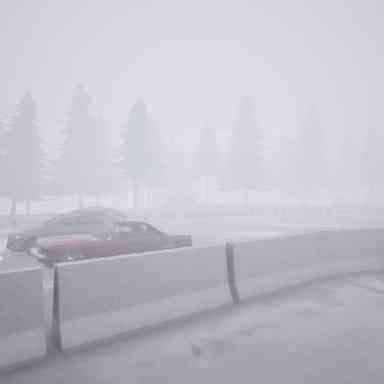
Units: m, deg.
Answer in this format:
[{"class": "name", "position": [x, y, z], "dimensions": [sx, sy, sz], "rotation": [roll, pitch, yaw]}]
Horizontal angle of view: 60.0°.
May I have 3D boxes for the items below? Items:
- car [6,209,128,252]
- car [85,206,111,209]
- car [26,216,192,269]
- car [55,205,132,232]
[{"class": "car", "position": [-4.858, 1.564, 12.999], "dimensions": [4.181, 1.385, 1.994], "rotation": [0, 0, -32]}, {"class": "car", "position": [-5.581, 1.564, 16.661], "dimensions": [4.181, 1.385, 1.994], "rotation": [0, 0, -32]}, {"class": "car", "position": [-2.437, 1.601, 10.492], "dimensions": [4.718, 1.301, 1.895], "rotation": [0, 0, -32]}, {"class": "car", "position": [-6.056, 1.564, 20.443], "dimensions": [4.181, 1.385, 1.994], "rotation": [0, 0, -30]}]
